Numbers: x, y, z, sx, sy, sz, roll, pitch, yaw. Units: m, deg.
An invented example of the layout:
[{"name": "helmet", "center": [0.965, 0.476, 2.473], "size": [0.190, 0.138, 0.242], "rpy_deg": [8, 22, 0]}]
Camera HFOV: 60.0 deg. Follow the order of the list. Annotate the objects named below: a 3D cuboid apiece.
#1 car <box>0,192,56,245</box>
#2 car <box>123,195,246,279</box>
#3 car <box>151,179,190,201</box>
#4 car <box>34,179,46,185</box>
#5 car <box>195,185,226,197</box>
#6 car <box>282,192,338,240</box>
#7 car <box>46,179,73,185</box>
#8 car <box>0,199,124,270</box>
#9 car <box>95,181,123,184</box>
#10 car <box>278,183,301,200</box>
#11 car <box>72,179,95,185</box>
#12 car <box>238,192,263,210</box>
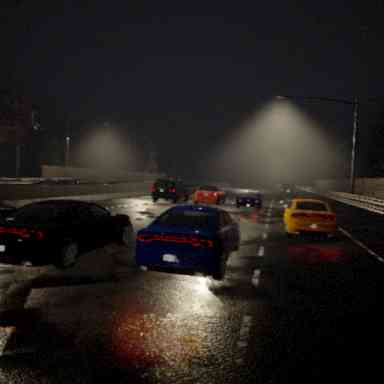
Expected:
[{"name": "car", "center": [-6.772, 0.843, 10.107], "size": [2.033, 1.411, 5.357], "rpy_deg": [3, 2, 14]}, {"name": "car", "center": [0.170, 1.087, 9.012], "size": [1.882, 1.535, 5.008], "rpy_deg": [3, 2, 14]}, {"name": "car", "center": [-1.789, -0.097, 29.558], "size": [2.150, 2.045, 5.566], "rpy_deg": [3, 2, 14]}, {"name": "car", "center": [-19.584, -1.096, 45.420], "size": [1.994, 1.385, 4.181], "rpy_deg": [3, 2, 15]}, {"name": "car", "center": [1.677, 0.189, 29.022], "size": [2.097, 1.767, 4.553], "rpy_deg": [3, 2, 14]}, {"name": "car", "center": [5.120, 1.043, 14.674], "size": [1.882, 1.535, 5.008], "rpy_deg": [3, 2, 14]}, {"name": "car", "center": [-16.407, -0.965, 43.748], "size": [1.837, 1.490, 4.892], "rpy_deg": [3, 3, 14]}, {"name": "car", "center": [-3.365, 0.938, 9.293], "size": [1.882, 1.535, 5.008], "rpy_deg": [3, 2, 14]}, {"name": "car", "center": [-9.730, -0.599, 41.657], "size": [1.812, 1.442, 4.674], "rpy_deg": [3, 2, 14]}, {"name": "car", "center": [12.226, -0.088, 42.445], "size": [2.150, 2.045, 5.566], "rpy_deg": [3, 2, 14]}, {"name": "car", "center": [-13.011, -0.740, 42.928], "size": [1.994, 1.385, 4.181], "rpy_deg": [3, 2, 14]}, {"name": "car", "center": [4.800, 0.636, 27.156], "size": [1.895, 1.301, 4.718], "rpy_deg": [3, 2, 14]}]
